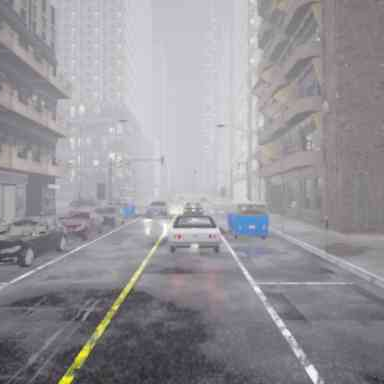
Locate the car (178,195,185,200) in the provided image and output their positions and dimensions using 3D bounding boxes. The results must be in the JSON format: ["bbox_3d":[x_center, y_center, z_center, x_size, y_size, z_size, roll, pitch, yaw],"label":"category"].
[{"bbox_3d":[-2.985,1.478,91.811,1.882,1.535,5.008,0,0,0],"label":"car"}]

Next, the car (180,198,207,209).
[{"bbox_3d":[0.106,1.547,29.435,2.033,1.411,5.357,0,0,0],"label":"car"}]

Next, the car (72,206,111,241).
[{"bbox_3d":[-5.641,1.583,16.783,1.802,1.307,4.206,1,0,0],"label":"car"}]

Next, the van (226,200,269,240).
[{"bbox_3d":[2.711,1.342,16.834,1.690,1.788,3.998,1,0,0],"label":"van"}]

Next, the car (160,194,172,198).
[{"bbox_3d":[-5.663,1.440,65.930,1.967,1.590,4.097,1,0,0],"label":"car"}]

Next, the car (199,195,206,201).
[{"bbox_3d":[2.720,1.525,88.467,1.752,1.417,4.829,1,0,0],"label":"car"}]

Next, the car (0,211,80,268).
[{"bbox_3d":[-5.641,1.552,11.242,2.008,1.369,4.403,1,0,0],"label":"car"}]

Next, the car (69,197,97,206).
[{"bbox_3d":[-16.483,1.499,50.512,4.097,1.590,1.967,0,-1,0],"label":"car"}]

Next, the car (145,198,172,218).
[{"bbox_3d":[-3.032,1.526,30.111,1.812,1.442,4.674,0,0,1],"label":"car"}]

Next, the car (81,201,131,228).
[{"bbox_3d":[-5.640,1.567,22.323,1.947,1.339,4.313,1,0,0],"label":"car"}]

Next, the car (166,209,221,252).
[{"bbox_3d":[0.102,1.601,13.852,1.895,1.301,4.718,0,0,0],"label":"car"}]

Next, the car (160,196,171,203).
[{"bbox_3d":[-5.665,1.582,71.506,1.802,1.307,4.206,1,0,0],"label":"car"}]

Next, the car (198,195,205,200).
[{"bbox_3d":[2.720,1.566,93.874,1.947,1.339,4.313,1,0,0],"label":"car"}]

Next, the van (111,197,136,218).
[{"bbox_3d":[-5.804,1.342,27.864,1.690,1.788,3.998,1,0,0],"label":"van"}]

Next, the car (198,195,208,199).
[{"bbox_3d":[2.716,1.582,77.141,1.802,1.307,4.206,1,0,0],"label":"car"}]

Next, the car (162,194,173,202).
[{"bbox_3d":[-5.658,1.316,77.081,2.192,1.841,5.009,1,0,0],"label":"car"}]
